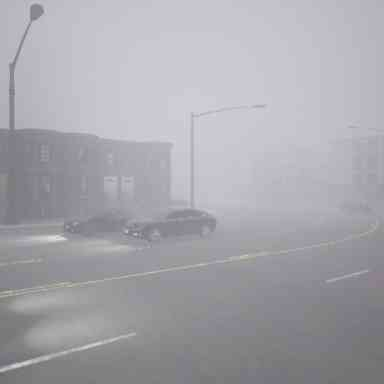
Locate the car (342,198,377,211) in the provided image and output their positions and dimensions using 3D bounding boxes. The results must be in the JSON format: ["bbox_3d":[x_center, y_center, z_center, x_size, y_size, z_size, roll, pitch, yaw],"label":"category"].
[{"bbox_3d":[21.314,1.526,42.549,1.812,1.442,4.674,0,0,-6],"label":"car"}]

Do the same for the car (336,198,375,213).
[{"bbox_3d":[18.169,1.548,37.512,2.033,1.411,5.357,0,0,2],"label":"car"}]

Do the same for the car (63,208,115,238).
[{"bbox_3d":[-4.654,1.564,17.884,4.181,1.385,1.994,0,0,-37],"label":"car"}]

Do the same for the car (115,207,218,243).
[{"bbox_3d":[-0.961,1.505,16.151,4.892,1.490,1.837,0,0,-37],"label":"car"}]
